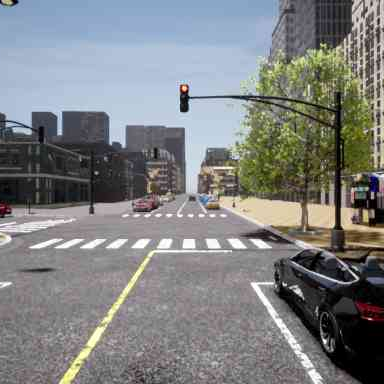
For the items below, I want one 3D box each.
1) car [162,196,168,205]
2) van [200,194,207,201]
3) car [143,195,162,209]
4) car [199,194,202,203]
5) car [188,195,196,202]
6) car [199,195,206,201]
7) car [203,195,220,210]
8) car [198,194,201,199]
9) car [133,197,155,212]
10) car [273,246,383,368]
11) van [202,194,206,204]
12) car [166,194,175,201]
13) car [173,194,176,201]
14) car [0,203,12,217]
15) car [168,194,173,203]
[{"bbox_3d":[-5.635,1.563,54.900,2.008,1.369,4.403,0,0,0],"label":"car"},{"bbox_3d":[2.773,1.361,82.649,1.690,1.788,3.998,0,0,0],"label":"van"},{"bbox_3d":[-5.644,1.324,43.797,2.192,1.841,5.009,0,0,0],"label":"car"},{"bbox_3d":[2.750,1.564,60.445,2.008,1.369,4.403,0,0,0],"label":"car"},{"bbox_3d":[0.077,1.519,79.977,1.837,1.490,4.892,0,0,0],"label":"car"},{"bbox_3d":[2.777,1.547,88.370,1.752,1.417,4.829,0,0,0],"label":"car"},{"bbox_3d":[2.735,1.535,43.962,1.752,1.417,4.829,0,0,0],"label":"car"},{"bbox_3d":[2.761,1.582,71.547,1.947,1.339,4.313,0,0,0],"label":"car"},{"bbox_3d":[-5.651,1.590,38.246,1.802,1.307,4.206,0,0,0],"label":"car"},{"bbox_3d":[2.700,1.567,5.763,1.947,1.339,4.313,0,0,0],"label":"car"},{"bbox_3d":[2.741,1.352,49.343,1.690,1.788,3.998,0,0,0],"label":"van"},{"bbox_3d":[-5.603,1.336,88.206,2.192,1.841,5.009,0,0,0],"label":"car"},{"bbox_3d":[-5.609,1.570,82.655,2.008,1.369,4.403,0,0,0],"label":"car"},{"bbox_3d":[-17.243,1.375,27.260,4.507,1.381,1.887,1,-1,-1],"label":"car"},{"bbox_3d":[-5.620,1.542,71.383,1.752,1.417,4.829,0,0,0],"label":"car"}]
